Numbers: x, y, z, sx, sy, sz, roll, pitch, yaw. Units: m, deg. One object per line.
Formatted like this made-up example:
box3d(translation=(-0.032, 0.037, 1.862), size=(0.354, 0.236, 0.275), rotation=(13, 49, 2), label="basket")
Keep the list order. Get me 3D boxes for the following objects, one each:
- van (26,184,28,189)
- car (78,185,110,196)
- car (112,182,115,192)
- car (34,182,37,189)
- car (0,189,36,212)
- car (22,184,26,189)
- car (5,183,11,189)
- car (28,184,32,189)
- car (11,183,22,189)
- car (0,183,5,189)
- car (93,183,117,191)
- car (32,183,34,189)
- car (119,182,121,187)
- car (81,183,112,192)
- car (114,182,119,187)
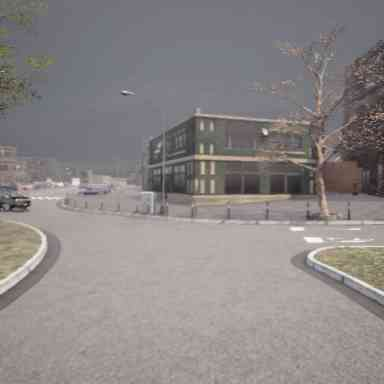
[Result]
box3d(translation=(-40.656, -1.136, 75.659), size=(4.442, 1.987, 1.878), rotation=(0, 2, -10), label="van")
box3d(translation=(-16.657, -0.004, 55.793), size=(4.792, 1.488, 2.163), rotation=(0, 2, -10), label="car")
box3d(translation=(-19.080, -0.614, 69.346), size=(4.553, 1.767, 2.185), rotation=(0, 2, -10), label="car")
box3d(translation=(-42.300, -1.328, 83.765), size=(4.553, 1.767, 2.185), rotation=(0, 2, -10), label="car")
box3d(translation=(-15.504, 0.775, 27.070), size=(4.902, 1.511, 2.128), rotation=(1, 1, 17), label="car")
box3d(translation=(-40.092, -0.814, 72.969), size=(5.366, 1.575, 1.946), rotation=(0, 2, -10), label="car")
box3d(translation=(-38.784, -0.514, 64.805), size=(4.892, 1.521, 2.231), rotation=(0, 2, -10), label="car")
box3d(translation=(-41.278, -1.009, 78.354), size=(5.008, 1.535, 2.097), rotation=(0, 2, -10), label="car")
box3d(translation=(-39.801, -0.964, 70.211), size=(5.566, 2.045, 2.435), rotation=(0, 2, -10), label="car")
box3d(translation=(-38.246, -0.545, 62.093), size=(4.553, 1.767, 2.185), rotation=(0, 2, -10), label="car")
box3d(translation=(-21.664, -1.250, 83.113), size=(5.566, 2.045, 2.435), rotation=(0, 2, -10), label="car")
box3d(translation=(-41.801, -1.232, 81.055), size=(4.553, 1.767, 2.185), rotation=(0, 2, -10), label="car")
box3d(translation=(-23.088, -1.540, 91.195), size=(5.566, 2.045, 2.435), rotation=(0, 2, -10), label="car")
box3d(translation=(-17.576, -0.327, 61.143), size=(4.553, 1.767, 2.185), rotation=(0, 2, -10), label="car")
box3d(translation=(-20.583, -1.044, 77.535), size=(5.566, 2.045, 2.435), rotation=(0, 2, -10), label="car")
